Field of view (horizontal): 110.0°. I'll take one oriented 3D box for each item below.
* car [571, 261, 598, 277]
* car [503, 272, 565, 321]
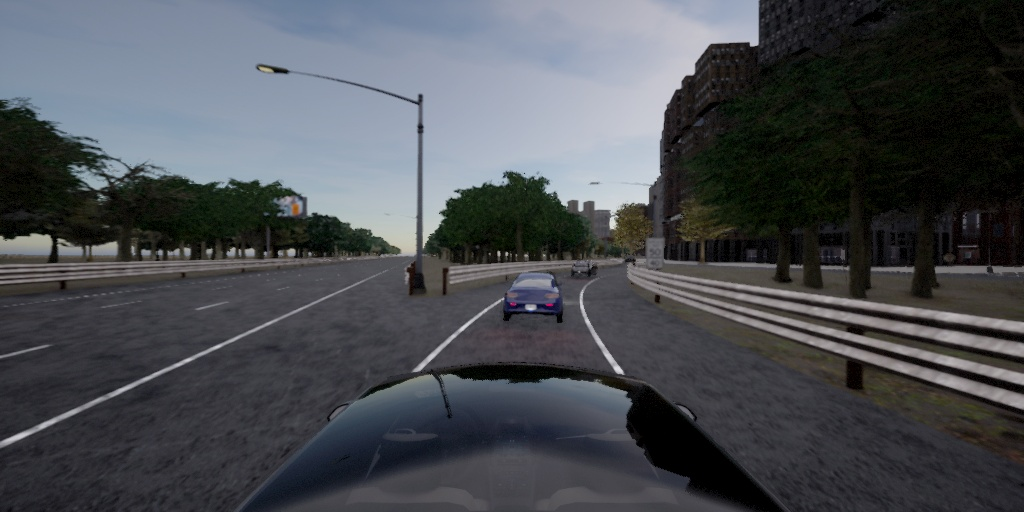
[{"bbox_3d":[7.083,1.234,34.806,2.128,1.511,4.902,0,0,24],"label":"car"},{"bbox_3d":[0.836,1.277,12.352,1.812,1.442,4.674,0,0,8],"label":"car"}]
